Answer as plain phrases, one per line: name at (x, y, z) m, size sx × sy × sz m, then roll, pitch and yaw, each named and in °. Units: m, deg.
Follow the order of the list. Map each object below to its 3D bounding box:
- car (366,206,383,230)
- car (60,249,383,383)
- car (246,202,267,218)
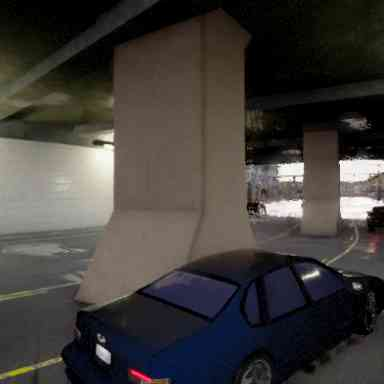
car at (12.314, 1.641, 21.357) m, size 1.812 × 1.442 × 4.674 m, roll 0°, pitch 0°, yaw 26°
car at (1.015, 1.585, 4.840) m, size 5.357 × 1.411 × 2.033 m, roll 0°, pitch -1°, yaw -42°
car at (6.206, 1.750, 33.456) m, size 1.837 × 1.490 × 4.892 m, roll -1°, pitch -1°, yaw 25°
